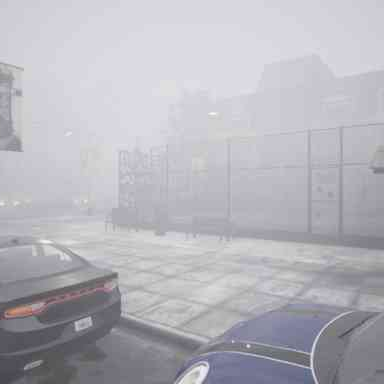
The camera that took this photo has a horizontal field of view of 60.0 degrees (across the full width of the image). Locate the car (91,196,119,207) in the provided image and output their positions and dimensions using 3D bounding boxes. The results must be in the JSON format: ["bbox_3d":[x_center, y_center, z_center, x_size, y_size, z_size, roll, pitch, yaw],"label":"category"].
[{"bbox_3d":[-13.201,1.348,50.802,2.097,1.767,4.553,0,0,35],"label":"car"}]

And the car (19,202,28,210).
[{"bbox_3d":[-19.312,1.502,42.109,1.837,1.490,4.892,0,0,35],"label":"car"}]

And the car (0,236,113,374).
[{"bbox_3d":[-3.359,1.479,5.532,5.008,1.535,2.097,0,0,35],"label":"car"}]

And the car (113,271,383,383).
[{"bbox_3d":[1.951,1.354,1.912,4.553,1.767,2.185,0,0,35],"label":"car"}]

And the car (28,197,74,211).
[{"bbox_3d":[-16.597,1.349,39.881,2.097,1.767,4.553,0,0,35],"label":"car"}]
